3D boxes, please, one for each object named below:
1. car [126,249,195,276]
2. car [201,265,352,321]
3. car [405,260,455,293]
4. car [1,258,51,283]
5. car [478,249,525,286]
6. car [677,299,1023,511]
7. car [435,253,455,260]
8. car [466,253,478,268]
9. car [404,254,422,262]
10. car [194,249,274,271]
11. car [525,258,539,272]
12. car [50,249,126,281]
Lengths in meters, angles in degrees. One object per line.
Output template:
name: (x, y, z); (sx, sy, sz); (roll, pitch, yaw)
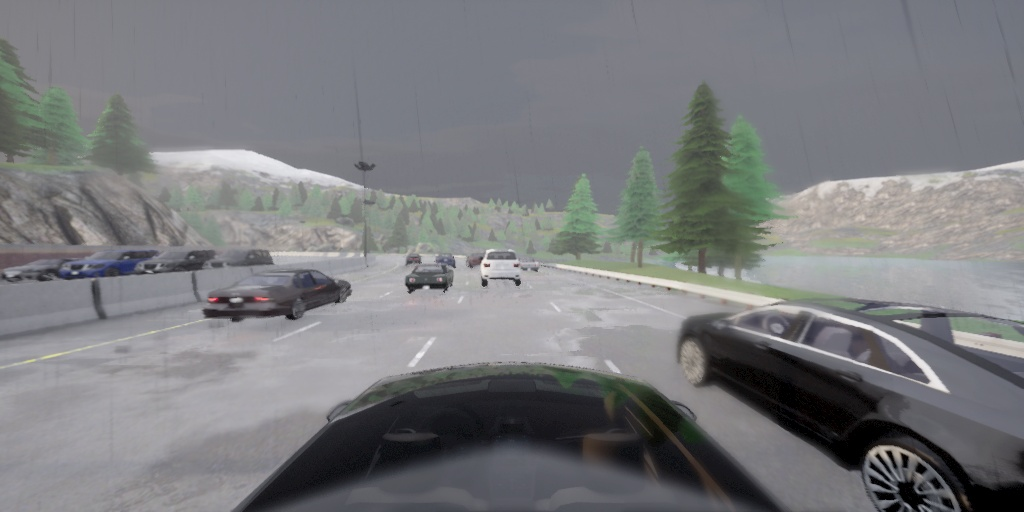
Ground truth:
car: (-22.656, 0.564, 24.695); (2.150, 2.045, 5.566); (0, 1, -9)
car: (-7.066, 1.124, 11.551); (2.033, 1.411, 5.357); (0, 1, -3)
car: (-4.019, 1.060, 18.159); (1.895, 1.301, 4.718); (0, 1, -5)
car: (-29.557, 0.861, 23.324); (2.128, 1.511, 4.902); (0, 1, -8)
car: (-0.798, 0.619, 21.710); (2.150, 2.045, 5.566); (0, 1, -6)
car: (3.578, 1.205, 3.834); (2.128, 1.511, 4.902); (0, 1, -1)
car: (-7.619, 0.416, 40.518); (2.097, 1.767, 4.553); (0, 1, -14)
car: (-4.031, 0.414, 40.645); (2.097, 1.767, 4.553); (0, 1, -13)
car: (-12.734, 0.469, 46.236); (1.837, 1.490, 4.892); (1, 1, -16)
car: (-19.256, 0.547, 25.568); (2.150, 2.045, 5.566); (0, 1, -9)
car: (1.070, 0.798, 33.004); (1.895, 1.301, 4.718); (0, 1, -10)
car: (-26.060, 0.581, 23.786); (2.150, 2.045, 5.566); (0, 1, -8)
